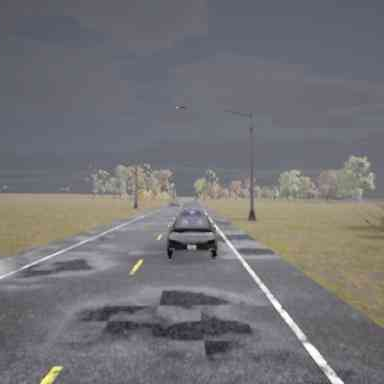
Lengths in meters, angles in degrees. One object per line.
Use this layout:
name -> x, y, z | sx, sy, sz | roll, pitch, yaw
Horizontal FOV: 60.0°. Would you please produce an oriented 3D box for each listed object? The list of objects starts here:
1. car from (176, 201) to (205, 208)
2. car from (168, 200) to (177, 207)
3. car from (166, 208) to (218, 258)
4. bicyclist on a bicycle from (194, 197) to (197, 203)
car -> 0.016, 1.668, 28.417 | 2.097, 1.767, 4.553 | 0, -1, 0
car -> -3.533, 2.279, 65.387 | 1.994, 1.385, 4.181 | 0, -1, 0
car -> 0.019, 1.645, 13.483 | 2.128, 1.511, 4.902 | 0, 0, 1
bicyclist on a bicycle -> 0.943, 2.398, 86.734 | 0.582, 1.620, 1.656 | 0, -1, 0
